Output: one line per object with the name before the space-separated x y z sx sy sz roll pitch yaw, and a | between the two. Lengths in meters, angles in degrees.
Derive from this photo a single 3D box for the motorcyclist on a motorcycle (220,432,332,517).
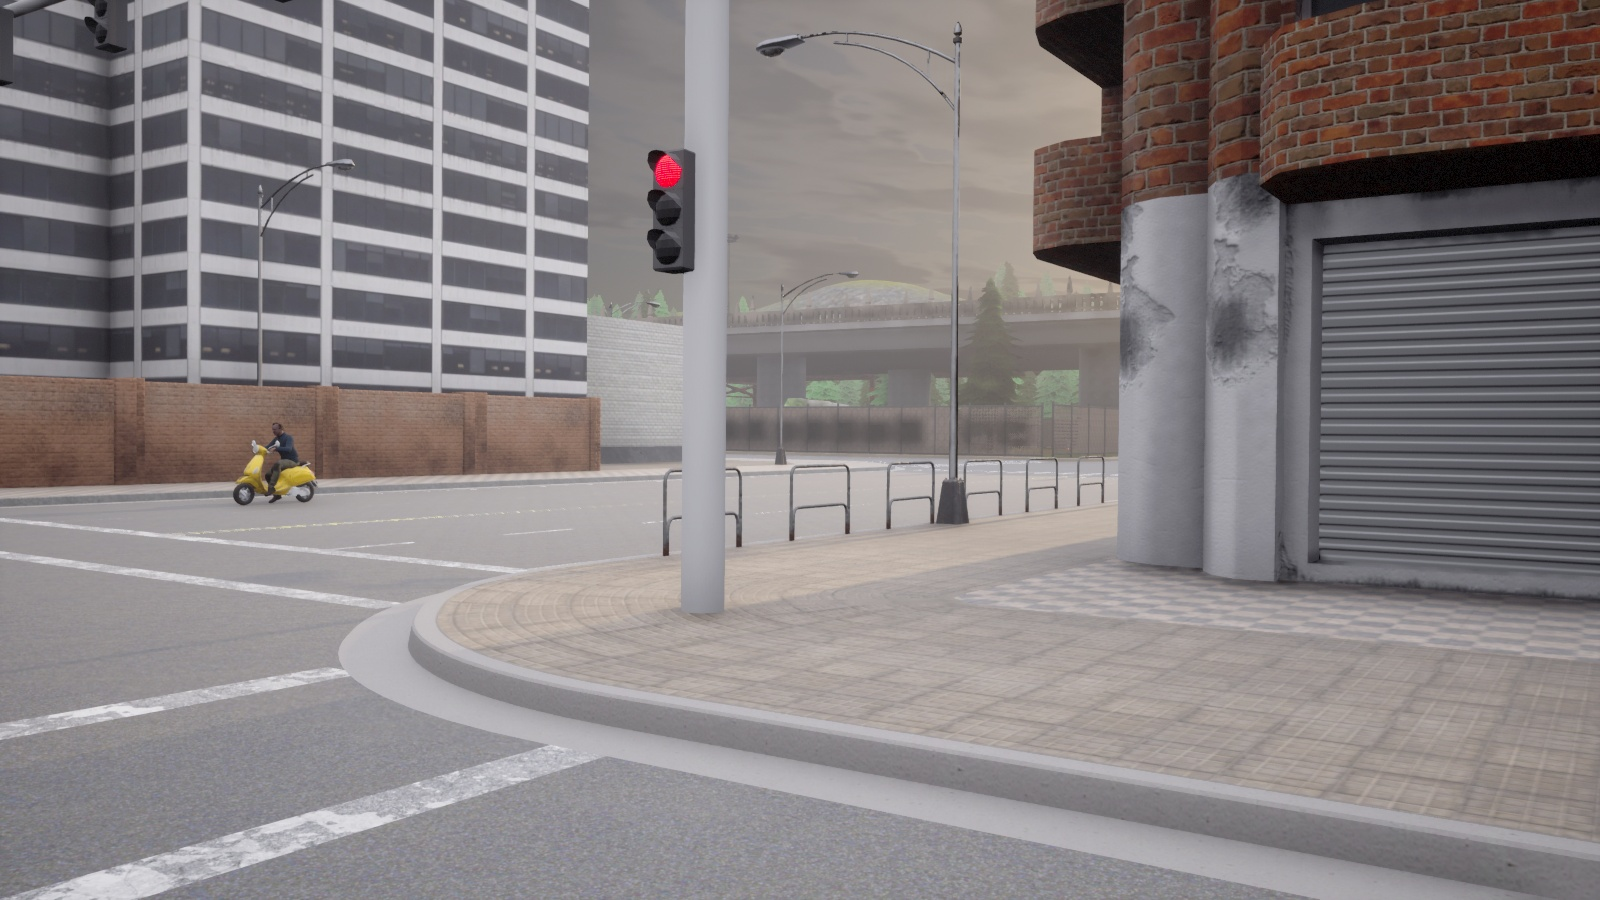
motorcyclist on a motorcycle | -10.189 0.443 24.478 0.866 1.590 1.817 0 1 33
